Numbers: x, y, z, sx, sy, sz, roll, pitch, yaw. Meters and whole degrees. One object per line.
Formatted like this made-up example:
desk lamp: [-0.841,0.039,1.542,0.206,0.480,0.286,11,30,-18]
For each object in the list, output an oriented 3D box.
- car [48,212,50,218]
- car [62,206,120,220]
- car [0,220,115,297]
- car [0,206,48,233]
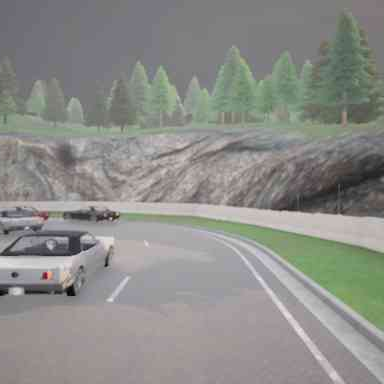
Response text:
car: [-13.019,1.697,24.483,4.718,1.301,1.895,0,0,17]
car: [-7.918,1.713,25.907,4.718,1.301,1.895,0,0,32]
car: [-3.374,1.637,8.633,1.895,1.301,4.718,0,0,0]
car: [-10.591,1.677,19.468,4.718,1.301,1.895,0,0,42]
